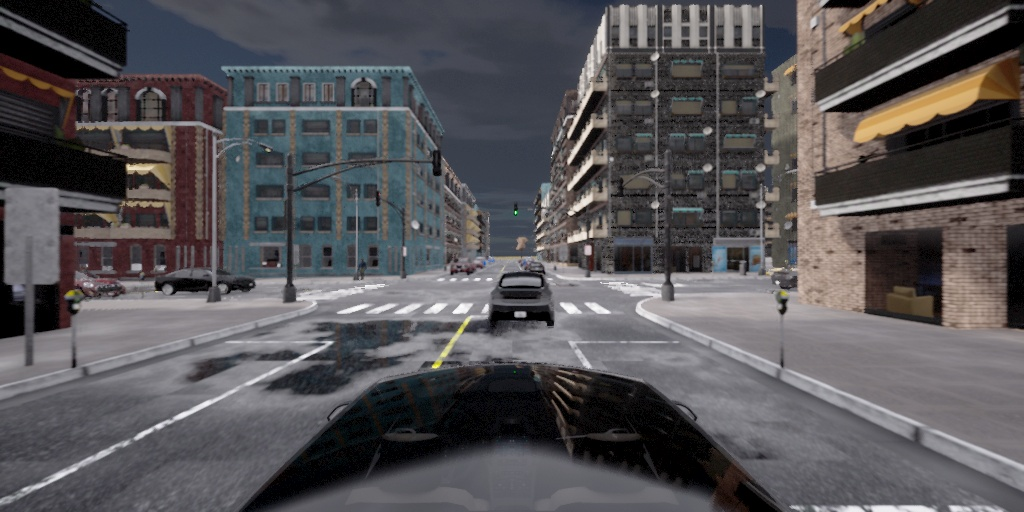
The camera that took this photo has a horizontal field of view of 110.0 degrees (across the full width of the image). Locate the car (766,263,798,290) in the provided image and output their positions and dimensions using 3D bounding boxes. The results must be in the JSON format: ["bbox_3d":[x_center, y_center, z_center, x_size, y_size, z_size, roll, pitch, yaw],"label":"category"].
[{"bbox_3d":[15.598,1.082,18.095,4.403,1.370,2.007,0,0,0],"label":"car"}]

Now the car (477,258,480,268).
[{"bbox_3d":[-5.327,1.287,43.932,1.888,1.381,4.507,0,0,0],"label":"car"}]

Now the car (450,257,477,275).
[{"bbox_3d":[-5.326,1.059,38.380,2.192,1.841,5.009,0,0,0],"label":"car"}]

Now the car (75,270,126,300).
[{"bbox_3d":[-22.497,1.442,18.377,4.097,1.591,1.967,0,0,0],"label":"car"}]

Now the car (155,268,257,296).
[{"bbox_3d":[-17.654,1.425,20.807,5.008,1.535,1.882,-1,0,0],"label":"car"}]

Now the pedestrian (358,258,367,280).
[{"bbox_3d":[-12.159,1.035,29.128,0.375,1.860,0.375,0,1,0],"label":"pedestrian"}]

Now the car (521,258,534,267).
[{"bbox_3d":[2.552,1.321,49.487,1.802,1.307,4.207,0,0,0],"label":"car"}]

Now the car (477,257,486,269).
[{"bbox_3d":[-5.330,1.280,55.036,1.888,1.381,4.507,0,0,0],"label":"car"}]

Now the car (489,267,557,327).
[{"bbox_3d":[0.379,1.254,11.609,1.837,1.490,4.892,0,0,4],"label":"car"}]

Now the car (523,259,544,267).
[{"bbox_3d":[2.555,1.310,38.383,1.948,1.339,4.313,0,0,0],"label":"car"}]

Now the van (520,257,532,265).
[{"bbox_3d":[2.550,1.076,55.039,1.690,1.789,3.998,0,0,0],"label":"van"}]
